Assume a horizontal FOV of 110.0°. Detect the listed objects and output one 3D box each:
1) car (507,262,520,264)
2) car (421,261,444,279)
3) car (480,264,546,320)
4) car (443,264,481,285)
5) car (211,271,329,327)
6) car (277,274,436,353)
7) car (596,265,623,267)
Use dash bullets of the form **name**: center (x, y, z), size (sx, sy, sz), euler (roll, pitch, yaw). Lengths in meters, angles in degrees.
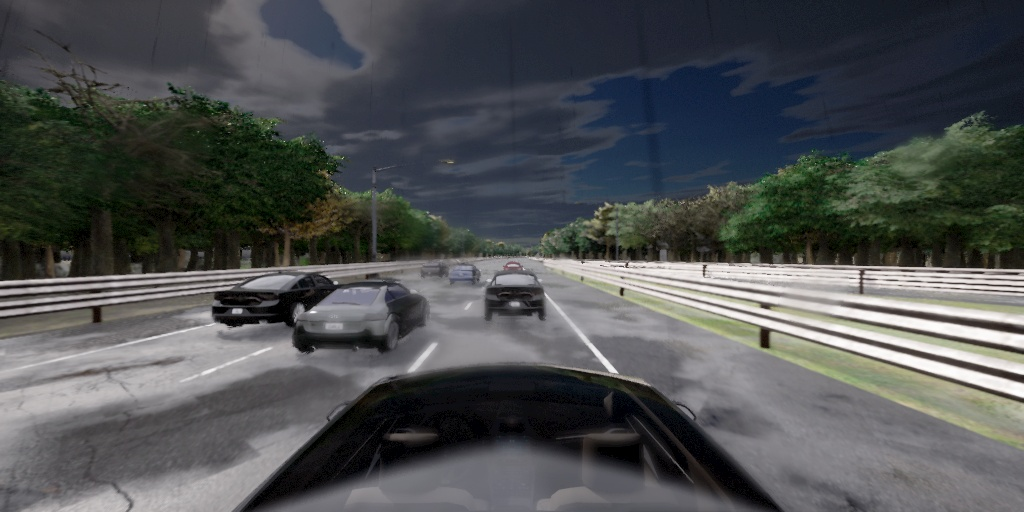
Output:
- **car**: center (0.108, 1.297, 33.629), size (1.812, 1.442, 4.674), euler (0, 0, 0)
- **car**: center (-6.897, 1.225, 32.448), size (2.128, 1.511, 4.902), euler (0, 0, 0)
- **car**: center (0.105, 1.231, 12.678), size (1.882, 1.535, 5.008), euler (0, 0, 0)
- **car**: center (-3.387, 1.312, 26.563), size (2.033, 1.411, 5.357), euler (0, 0, 0)
- **car**: center (-6.894, 1.226, 11.474), size (1.882, 1.535, 5.008), euler (0, 0, 0)
- **car**: center (-3.400, 1.316, 8.869), size (1.994, 1.385, 4.181), euler (0, 0, 0)
- **car**: center (13.935, 1.491, 51.597), size (1.895, 1.301, 4.718), euler (0, 0, -15)
